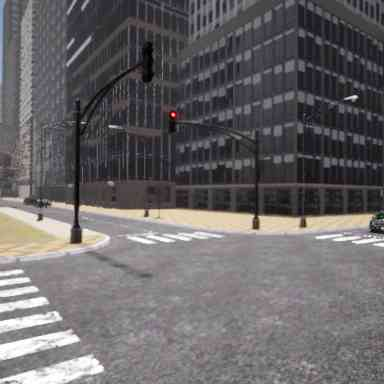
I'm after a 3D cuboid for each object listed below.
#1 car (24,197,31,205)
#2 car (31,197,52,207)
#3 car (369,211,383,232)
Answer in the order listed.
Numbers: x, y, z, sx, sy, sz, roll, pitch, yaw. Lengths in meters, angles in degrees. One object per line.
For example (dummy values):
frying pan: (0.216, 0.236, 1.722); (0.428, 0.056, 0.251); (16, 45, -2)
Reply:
car: (-29.202, 1.633, 60.301); (1.837, 1.490, 4.892); (1, 0, -35)
car: (-23.393, 1.724, 52.047); (1.895, 1.301, 4.718); (1, 0, -35)
car: (13.221, 1.627, 21.076); (4.553, 1.767, 2.097); (1, -1, -35)
